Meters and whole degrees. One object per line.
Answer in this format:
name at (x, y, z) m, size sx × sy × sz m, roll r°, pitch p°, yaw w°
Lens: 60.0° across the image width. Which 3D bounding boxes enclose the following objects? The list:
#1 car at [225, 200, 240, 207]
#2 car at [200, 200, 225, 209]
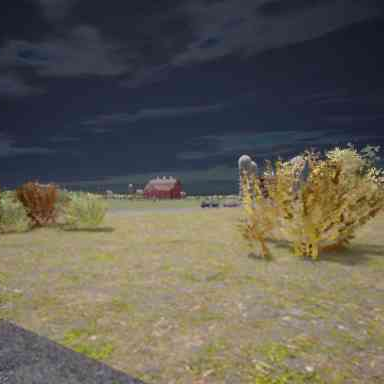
car at (7.917, 2.372, 66.802) m, size 1.994 × 1.385 × 4.181 m, roll -2°, pitch -2°, yaw 36°
car at (3.429, 2.227, 60.498) m, size 1.837 × 1.490 × 4.892 m, roll -2°, pitch -2°, yaw 36°
